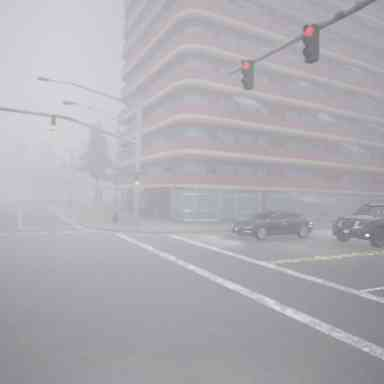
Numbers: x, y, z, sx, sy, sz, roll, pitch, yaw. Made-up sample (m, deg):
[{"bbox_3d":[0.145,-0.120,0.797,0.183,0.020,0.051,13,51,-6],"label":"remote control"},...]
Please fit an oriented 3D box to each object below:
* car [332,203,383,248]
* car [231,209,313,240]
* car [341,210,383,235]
[{"bbox_3d":[9.781,1.603,17.096,5.566,2.045,2.150,2,0,-28],"label":"car"},{"bbox_3d":[4.430,1.734,18.235,4.892,1.490,1.837,2,0,-28],"label":"car"},{"bbox_3d":[12.440,2.014,22.440,4.674,1.442,1.812,2,0,-28],"label":"car"}]
